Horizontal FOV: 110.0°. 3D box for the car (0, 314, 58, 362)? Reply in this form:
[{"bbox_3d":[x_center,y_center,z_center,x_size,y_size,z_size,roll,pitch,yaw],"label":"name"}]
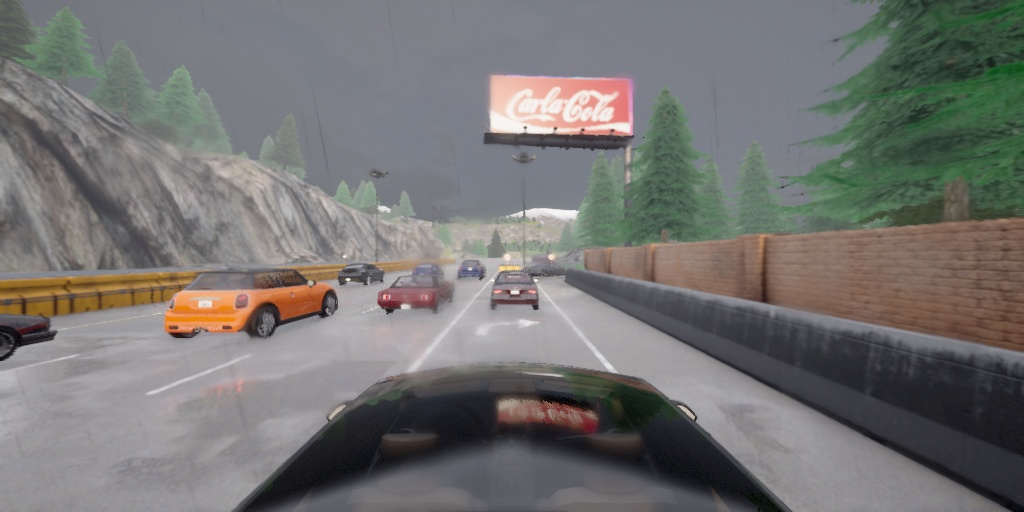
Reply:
[{"bbox_3d":[-10.400,1.296,4.929,2.033,1.411,5.357,0,0,0],"label":"car"}]

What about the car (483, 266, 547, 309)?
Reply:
[{"bbox_3d":[0.097,1.298,14.876,2.033,1.411,5.357,0,0,0],"label":"car"}]

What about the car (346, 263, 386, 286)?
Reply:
[{"bbox_3d":[-10.411,1.254,25.193,1.837,1.490,4.892,0,0,0],"label":"car"}]

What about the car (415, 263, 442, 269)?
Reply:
[{"bbox_3d":[-6.931,1.276,29.744,1.812,1.442,4.674,0,0,0],"label":"car"}]

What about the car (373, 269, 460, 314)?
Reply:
[{"bbox_3d":[-3.402,1.351,13.739,1.895,1.301,4.718,0,0,0],"label":"car"}]

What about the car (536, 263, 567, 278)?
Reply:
[{"bbox_3d":[3.471,1.315,32.750,4.181,1.385,1.994,0,-1,-31],"label":"car"}]

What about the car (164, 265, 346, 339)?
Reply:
[{"bbox_3d":[-6.898,1.101,10.185,2.097,1.767,4.553,0,0,0],"label":"car"}]

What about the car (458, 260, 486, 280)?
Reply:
[{"bbox_3d":[-3.421,1.102,31.337,2.097,1.767,4.553,0,0,0],"label":"car"}]
